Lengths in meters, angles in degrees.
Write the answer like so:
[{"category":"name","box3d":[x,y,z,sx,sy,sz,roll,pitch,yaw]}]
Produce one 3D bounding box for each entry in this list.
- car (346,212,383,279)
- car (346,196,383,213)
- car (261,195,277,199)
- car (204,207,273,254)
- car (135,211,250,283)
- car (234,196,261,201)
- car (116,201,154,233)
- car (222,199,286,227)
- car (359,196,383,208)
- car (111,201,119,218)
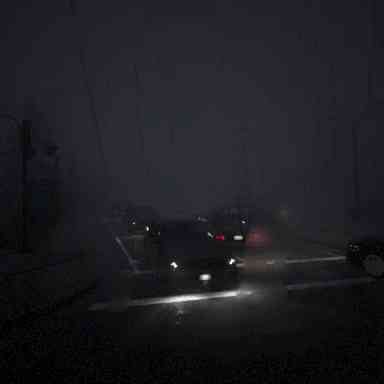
[{"category":"car","box3d":[6.552,1.475,8.247,5.008,1.535,1.882,0,0,39]},{"category":"car","box3d":[15.568,1.356,29.241,1.970,1.475,3.806,0,0,-17]},{"category":"car","box3d":[10.294,1.277,47.147,2.152,1.636,5.027,0,0,-17]},{"category":"car","box3d":[1.349,1.538,13.374,2.033,1.411,5.357,0,0,-4]},{"category":"car","box3d":[-0.369,1.543,10.128,2.033,1.411,5.357,0,0,-15]},{"category":"car","box3d":[7.307,1.287,46.187,2.007,1.523,4.514,0,0,-17]},{"category":"car","box3d":[-3.116,1.529,19.958,2.033,1.411,5.357,0,0,-17]},{"category":"car","box3d":[2.838,1.466,19.904,5.357,1.411,2.033,-3,1,-16]},{"category":"car","box3d":[23.857,1.273,43.239,1.845,1.501,3.633,0,0,-17]},{"category":"car","box3d":[-6.290,1.515,30.106,2.033,1.411,5.357,0,0,-17]}]
